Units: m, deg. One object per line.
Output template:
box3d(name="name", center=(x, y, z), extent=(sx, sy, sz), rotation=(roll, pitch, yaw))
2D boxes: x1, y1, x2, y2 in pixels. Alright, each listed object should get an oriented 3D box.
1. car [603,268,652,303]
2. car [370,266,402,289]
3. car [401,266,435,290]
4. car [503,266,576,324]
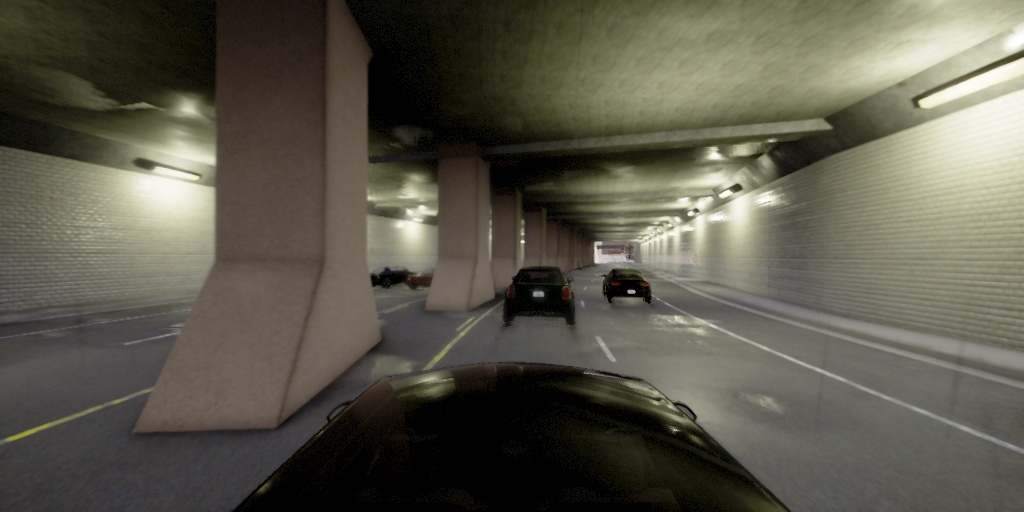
box3d(name="car", center=(5.326, 1.300, 16.907), extent=(1.812, 1.442, 4.674), rotation=(0, 0, 11))
box3d(name="car", center=(-7.902, 1.305, 22.896), extent=(1.895, 1.301, 4.718), rotation=(0, 0, 13))
box3d(name="car", center=(-4.545, 1.323, 21.904), extent=(1.895, 1.301, 4.718), rotation=(0, 0, 13))
box3d(name="car", center=(1.029, 1.105, 12.220), extent=(2.097, 1.767, 4.553), rotation=(0, 0, 7))
